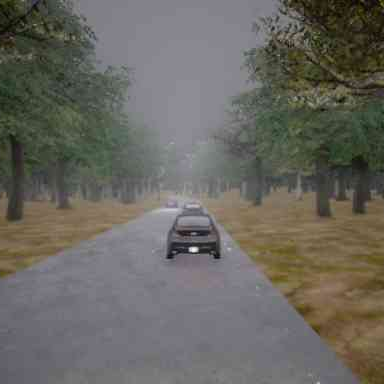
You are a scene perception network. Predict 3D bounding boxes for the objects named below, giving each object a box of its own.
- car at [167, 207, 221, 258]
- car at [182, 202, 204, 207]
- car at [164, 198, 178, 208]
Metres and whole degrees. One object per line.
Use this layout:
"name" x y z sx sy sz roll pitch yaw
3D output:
"car" 0.068 1.562 12.971 1.837 1.490 4.892 0 0 0
"car" 0.072 1.628 28.844 1.812 1.442 4.674 0 0 0
"car" -3.084 1.605 49.514 2.128 1.511 4.902 0 0 0
